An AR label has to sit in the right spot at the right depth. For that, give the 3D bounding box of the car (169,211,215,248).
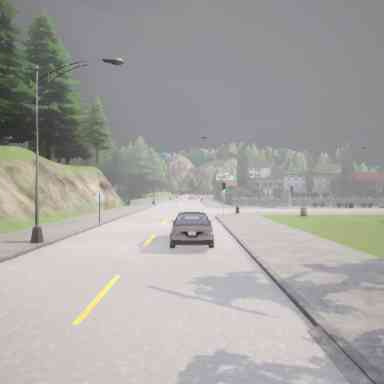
[{"bbox_3d":[0.000,1.561,14.650,2.033,1.411,5.357,0,0,0],"label":"car"}]

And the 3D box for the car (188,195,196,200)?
[{"bbox_3d":[0.000,1.408,82.819,1.895,1.301,4.718,0,0,0],"label":"car"}]

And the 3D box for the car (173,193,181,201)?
[{"bbox_3d":[-4.000,1.218,88.935,2.150,2.045,5.566,0,0,0],"label":"car"}]
